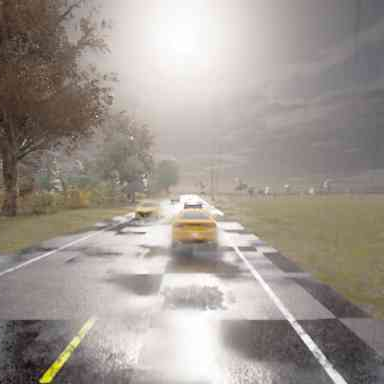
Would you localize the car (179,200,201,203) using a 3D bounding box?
[{"bbox_3d":[0.106,1.518,32.850,2.128,1.511,4.902,0,0,0],"label":"car"}]

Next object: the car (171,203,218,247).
[{"bbox_3d":[0.112,1.489,15.146,1.882,1.535,5.008,0,0,0],"label":"car"}]

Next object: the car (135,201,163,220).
[{"bbox_3d":[-3.590,1.501,28.163,1.882,1.535,5.008,0,0,0],"label":"car"}]

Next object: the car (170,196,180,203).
[{"bbox_3d":[-3.482,1.582,70.314,1.812,1.442,4.674,0,0,0],"label":"car"}]
